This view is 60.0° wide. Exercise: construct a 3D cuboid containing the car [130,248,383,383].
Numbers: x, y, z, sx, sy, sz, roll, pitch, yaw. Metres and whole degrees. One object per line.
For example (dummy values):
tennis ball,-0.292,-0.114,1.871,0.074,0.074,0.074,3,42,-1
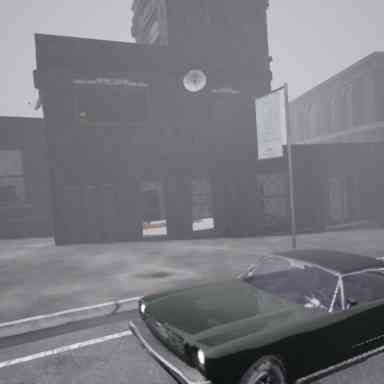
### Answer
car,1.593,1.575,4.721,4.718,1.301,1.895,0,1,-30
